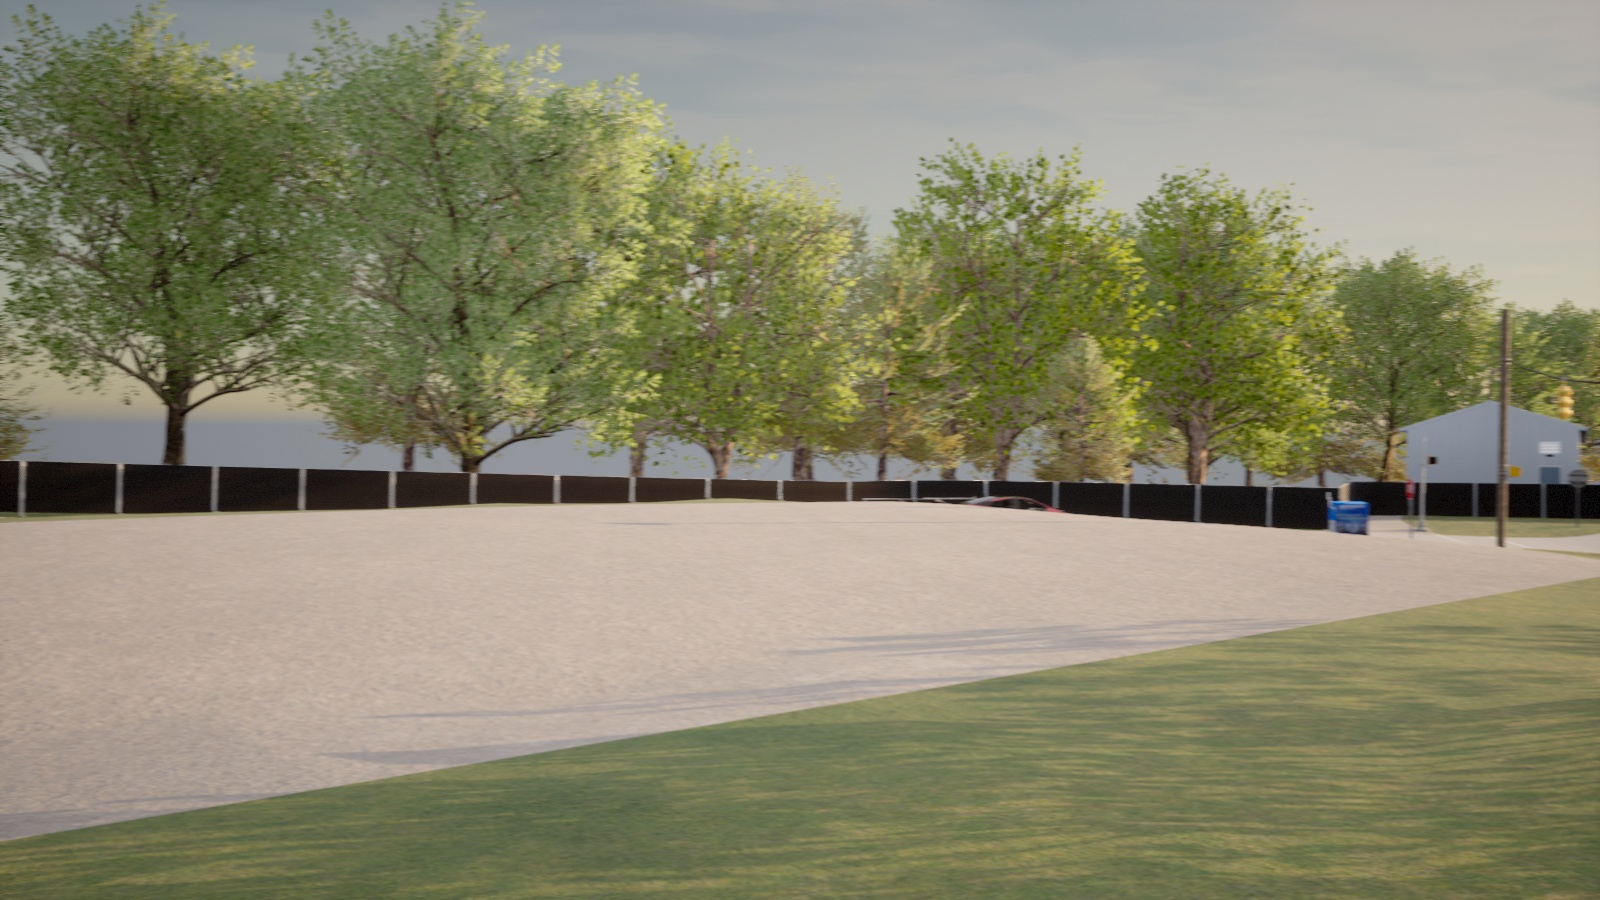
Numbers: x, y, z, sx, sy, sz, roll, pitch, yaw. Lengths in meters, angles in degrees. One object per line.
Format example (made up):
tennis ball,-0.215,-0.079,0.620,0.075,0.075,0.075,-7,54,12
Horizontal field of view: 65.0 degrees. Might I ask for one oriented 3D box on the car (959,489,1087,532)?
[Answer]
car,8.654,2.338,48.876,4.514,1.525,2.007,0,1,-8
